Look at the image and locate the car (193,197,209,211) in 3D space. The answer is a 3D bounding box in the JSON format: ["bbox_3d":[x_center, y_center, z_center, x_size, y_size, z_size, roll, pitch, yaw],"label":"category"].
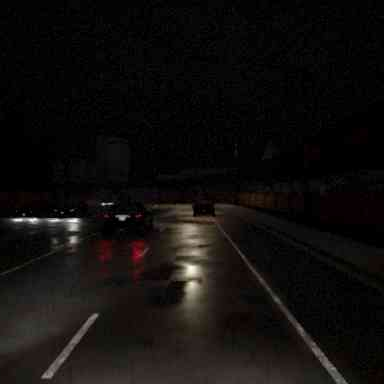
[{"bbox_3d":[1.052,1.392,40.742,1.801,1.575,5.366,0,0,0],"label":"car"}]

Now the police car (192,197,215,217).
[{"bbox_3d":[1.051,1.378,30.658,1.930,1.638,5.238,0,0,0],"label":"police car"}]

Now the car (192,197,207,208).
[{"bbox_3d":[0.983,1.439,46.775,1.837,1.490,4.892,0,0,-2],"label":"car"}]

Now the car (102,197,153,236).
[{"bbox_3d":[-3.399,1.323,18.328,2.097,1.767,4.553,0,0,0],"label":"car"}]

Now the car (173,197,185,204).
[{"bbox_3d":[-2.680,1.712,67.098,1.895,1.301,4.718,0,-1,-13],"label":"car"}]

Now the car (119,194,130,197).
[{"bbox_3d":[-14.243,1.369,69.987,2.150,2.045,5.566,0,-2,-15],"label":"car"}]

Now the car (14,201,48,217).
[{"bbox_3d":[-14.098,1.500,30.532,2.033,1.411,5.357,0,0,0],"label":"car"}]

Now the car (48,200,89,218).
[{"bbox_3d":[-10.599,1.459,29.601,1.837,1.490,4.892,0,0,0],"label":"car"}]

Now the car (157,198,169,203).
[{"bbox_3d":[-7.175,2.169,82.134,1.895,1.301,4.718,0,-2,-21],"label":"car"}]
